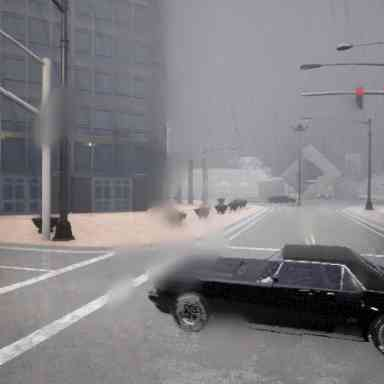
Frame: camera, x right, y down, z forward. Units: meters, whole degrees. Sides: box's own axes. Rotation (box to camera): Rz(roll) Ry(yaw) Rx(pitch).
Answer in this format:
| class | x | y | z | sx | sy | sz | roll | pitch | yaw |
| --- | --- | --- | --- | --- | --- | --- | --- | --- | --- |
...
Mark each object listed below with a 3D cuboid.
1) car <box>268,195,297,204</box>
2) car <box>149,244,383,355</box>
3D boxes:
| class | x | y | z | sx | sy | sz | roll | pitch | yaw |
| --- | --- | --- | --- | --- | --- | --- | --- | --- | --- |
| car | 15.810 | 1.339 | 58.352 | 4.892 | 1.490 | 1.837 | 0 | 2 | 34 |
| car | 1.709 | 1.589 | 5.646 | 4.718 | 1.301 | 1.895 | 0 | 0 | 18 |
